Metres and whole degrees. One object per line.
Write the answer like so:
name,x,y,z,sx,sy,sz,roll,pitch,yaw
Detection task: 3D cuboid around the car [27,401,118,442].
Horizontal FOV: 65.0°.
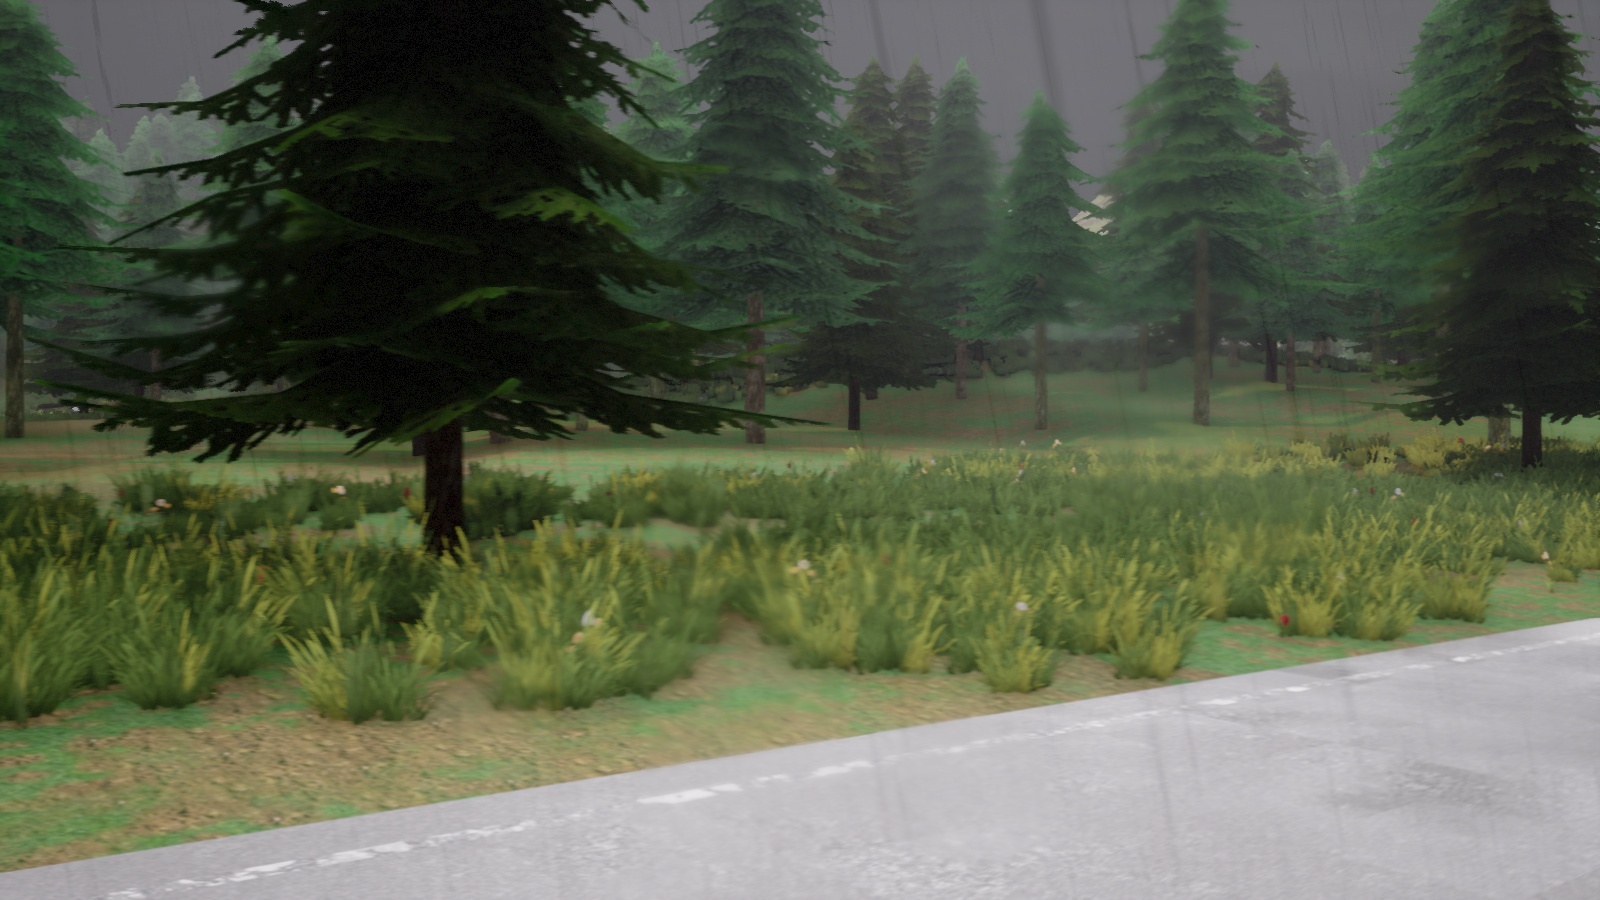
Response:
car,-40.497,-1.571,69.965,3.866,1.878,1.905,-5,1,-15
